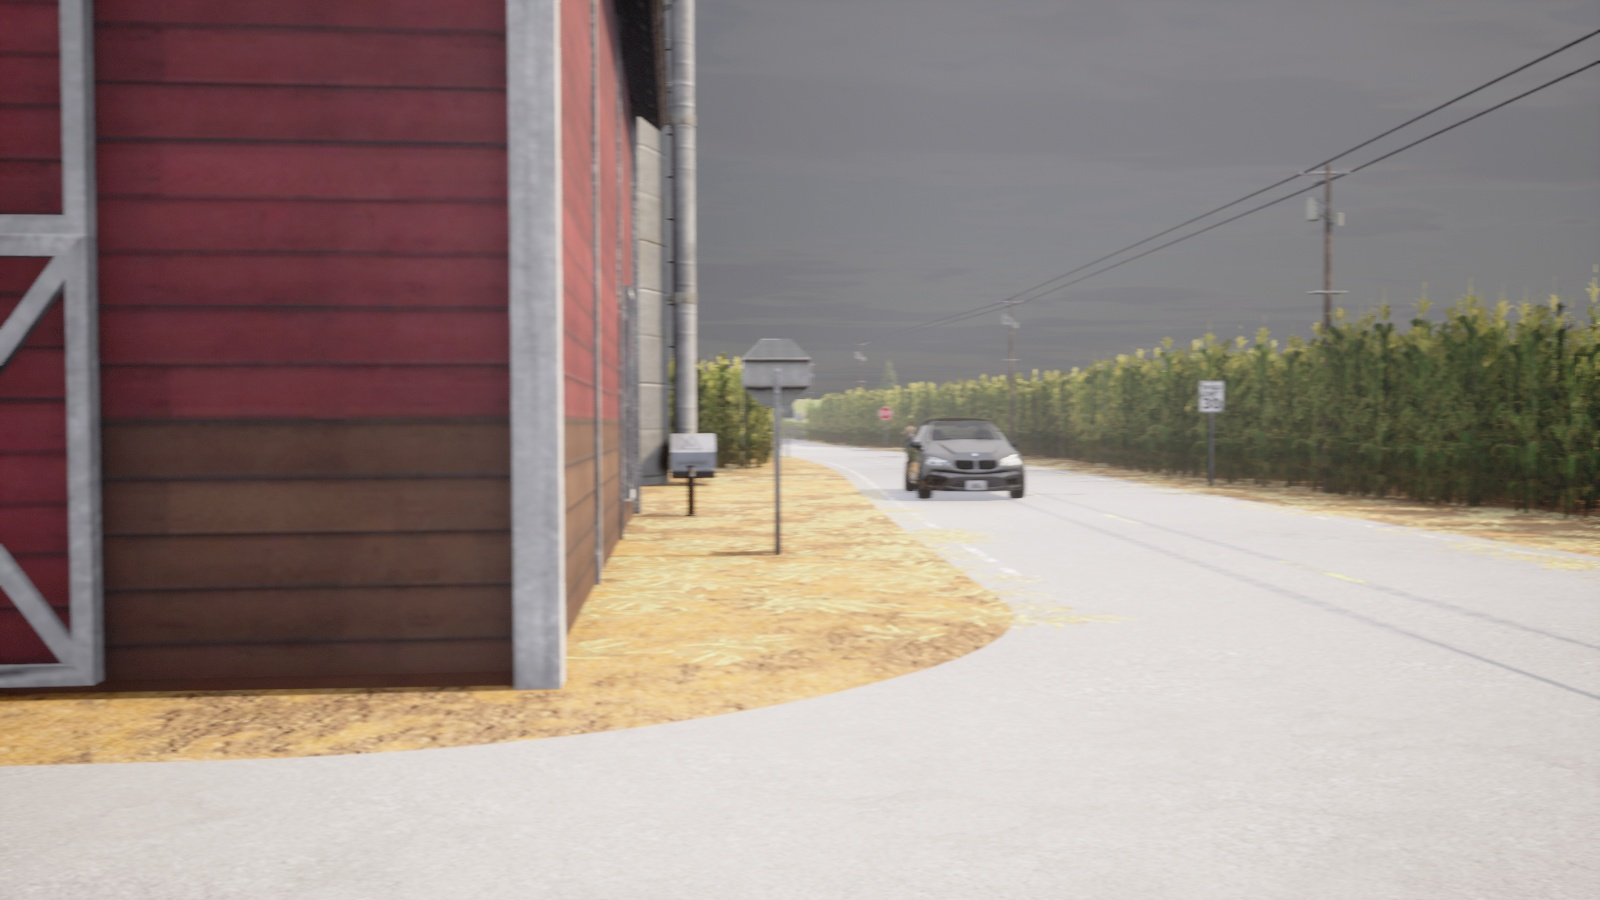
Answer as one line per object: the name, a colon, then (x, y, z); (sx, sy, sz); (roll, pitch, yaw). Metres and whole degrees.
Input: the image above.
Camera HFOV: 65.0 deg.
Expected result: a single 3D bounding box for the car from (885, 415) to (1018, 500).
car: (3.160, 0.101, 27.161); (2.242, 1.667, 4.611); (0, 1, -1)
